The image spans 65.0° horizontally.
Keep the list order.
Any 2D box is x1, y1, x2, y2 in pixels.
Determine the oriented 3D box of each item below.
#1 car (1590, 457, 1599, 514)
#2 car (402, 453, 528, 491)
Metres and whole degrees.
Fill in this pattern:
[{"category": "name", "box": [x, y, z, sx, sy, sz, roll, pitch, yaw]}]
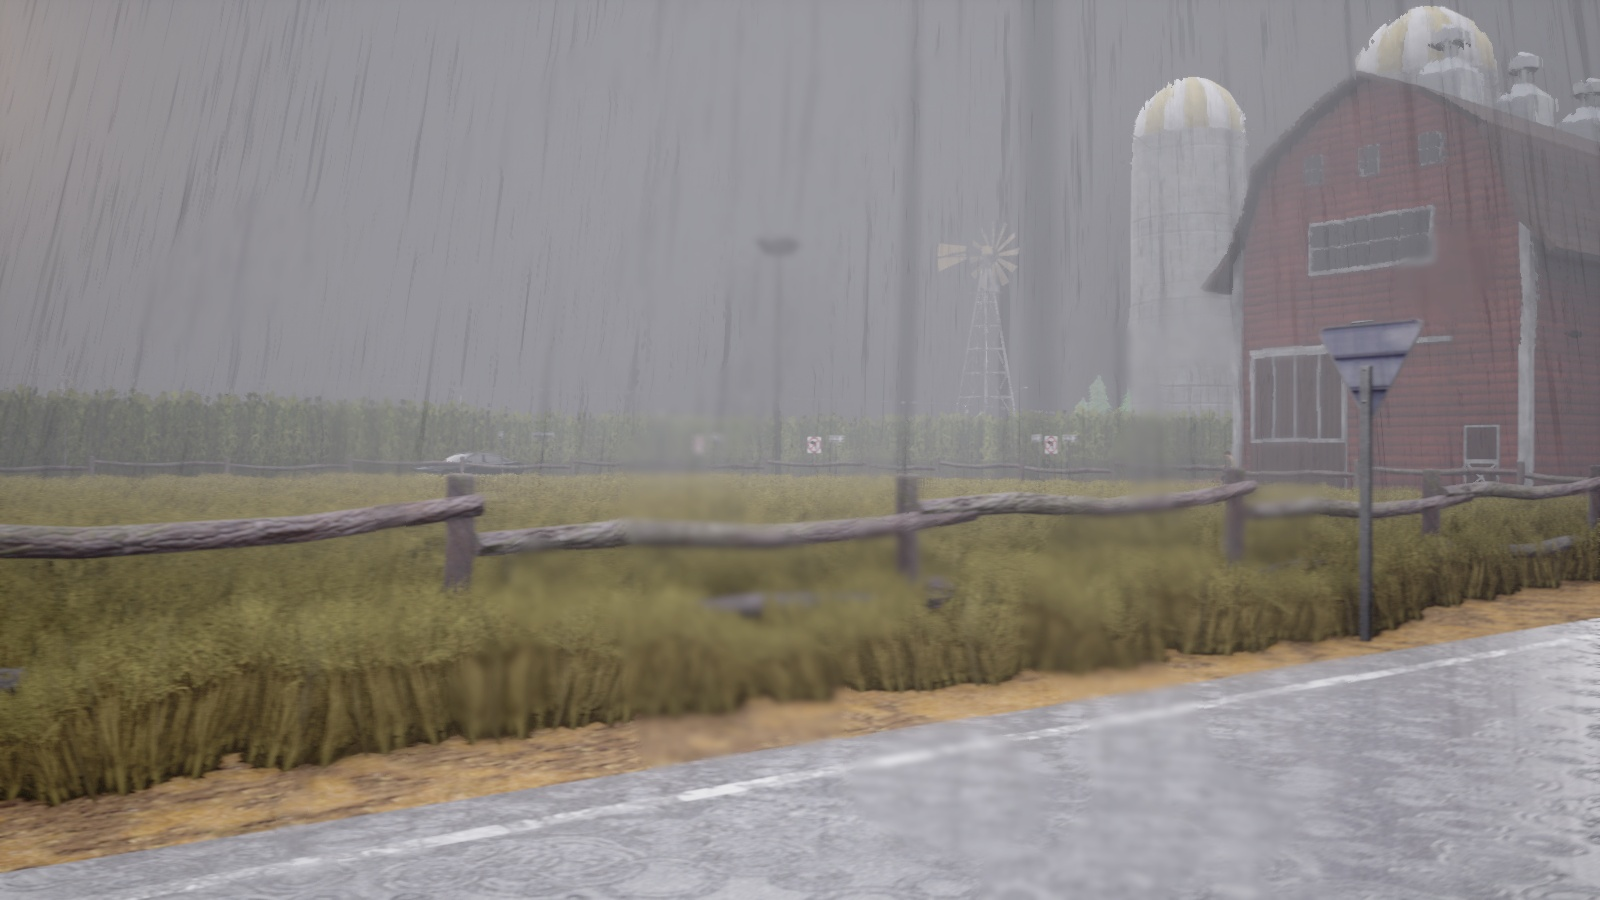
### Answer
[{"category": "car", "box": [21.225, 0.847, 29.373, 1.994, 1.385, 4.181, 0, 0, -32]}, {"category": "car", "box": [-14.260, 0.890, 53.650, 1.882, 1.535, 5.008, 0, 0, 40]}]
